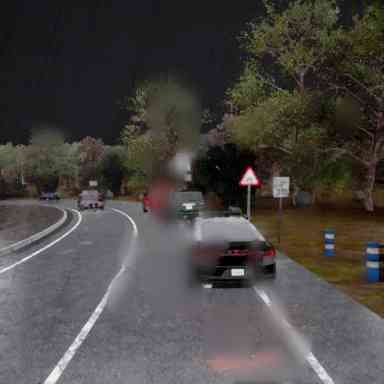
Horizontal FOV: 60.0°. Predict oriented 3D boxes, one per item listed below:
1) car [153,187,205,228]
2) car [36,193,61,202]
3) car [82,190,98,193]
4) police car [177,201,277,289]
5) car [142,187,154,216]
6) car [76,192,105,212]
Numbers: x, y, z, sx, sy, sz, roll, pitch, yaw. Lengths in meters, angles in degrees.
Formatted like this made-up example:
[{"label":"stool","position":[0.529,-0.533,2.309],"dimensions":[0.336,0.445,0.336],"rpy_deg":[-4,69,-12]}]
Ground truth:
[{"label":"car","position":[-0.715,0.799,19.262],"dimensions":[2.150,2.045,5.566],"rpy_deg":[-1,2,-12]},{"label":"car","position":[-23.779,0.861,54.967],"dimensions":[4.718,1.301,1.895],"rpy_deg":[-2,4,38]},{"label":"car","position":[-13.982,0.494,44.934],"dimensions":[2.097,1.767,4.553],"rpy_deg":[-5,3,-39]},{"label":"police car","position":[0.719,1.291,9.043],"dimensions":[1.930,1.638,5.238],"rpy_deg":[0,2,-4]},{"label":"car","position":[-2.361,0.636,25.312],"dimensions":[2.150,2.045,5.566],"rpy_deg":[-2,2,-18]},{"label":"car","position":[-9.373,1.022,30.634],"dimensions":[1.994,1.385,4.181],"rpy_deg":[-3,2,-25]}]
